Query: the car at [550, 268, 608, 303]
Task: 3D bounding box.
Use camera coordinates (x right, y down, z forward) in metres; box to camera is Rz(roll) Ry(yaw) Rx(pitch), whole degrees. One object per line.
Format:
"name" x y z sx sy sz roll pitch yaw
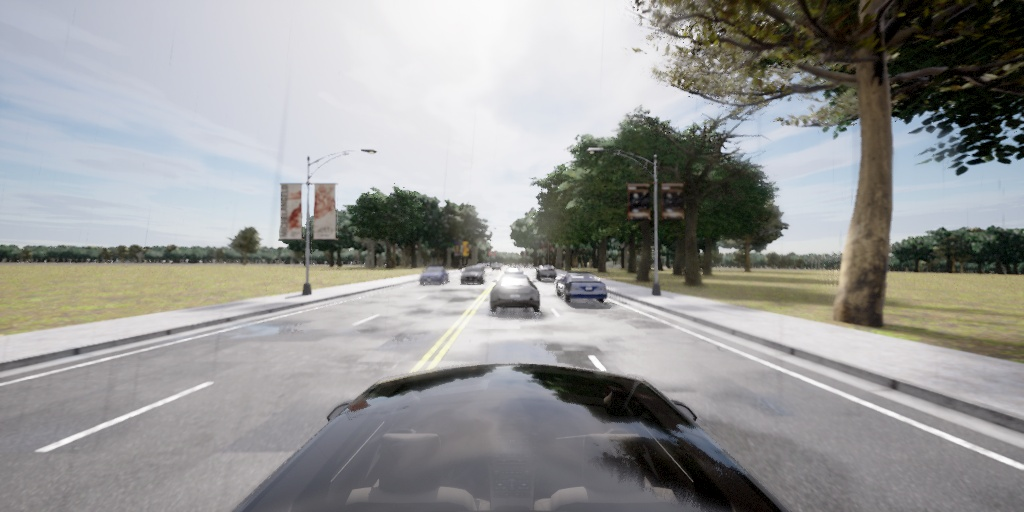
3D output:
"car" 3.385 1.507 18.243 2.033 1.411 5.357 0 -1 0

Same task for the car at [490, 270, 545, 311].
"car" 0.121 1.486 15.369 1.994 1.385 4.181 0 -1 0

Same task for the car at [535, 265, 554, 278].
"car" 3.425 1.686 36.341 2.128 1.511 4.902 0 -1 0

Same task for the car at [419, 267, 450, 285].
"car" -6.536 1.645 30.641 1.812 1.442 4.674 0 -1 0

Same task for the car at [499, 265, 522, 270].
"car" 0.169 1.702 33.244 2.033 1.411 5.357 0 -1 0

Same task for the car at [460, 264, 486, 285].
"car" -3.285 1.629 30.938 1.837 1.490 4.892 0 -1 0
